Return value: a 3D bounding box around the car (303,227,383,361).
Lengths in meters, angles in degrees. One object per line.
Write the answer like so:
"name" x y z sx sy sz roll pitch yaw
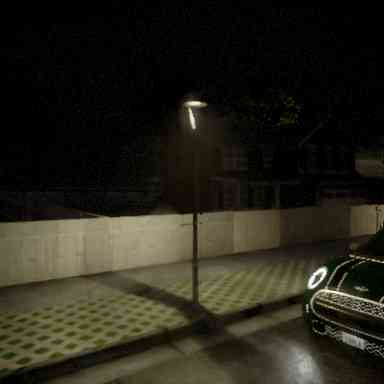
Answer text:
"car" 3.949 1.336 5.594 4.553 1.767 2.097 0 0 -34
